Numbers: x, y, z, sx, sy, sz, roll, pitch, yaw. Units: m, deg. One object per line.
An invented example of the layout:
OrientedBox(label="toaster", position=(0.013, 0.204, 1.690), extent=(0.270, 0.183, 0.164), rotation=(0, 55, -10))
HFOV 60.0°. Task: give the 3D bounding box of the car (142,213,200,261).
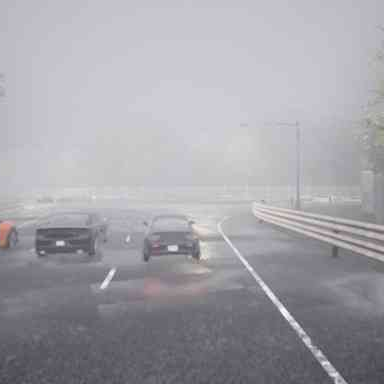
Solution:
OrientedBox(label="car", position=(-0.824, 1.503, 12.166), extent=(1.812, 1.442, 4.674), rotation=(0, 0, -6))

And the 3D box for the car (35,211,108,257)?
OrientedBox(label="car", position=(-4.456, 1.468, 12.970), extent=(1.882, 1.535, 5.008), rotation=(0, 0, -7))

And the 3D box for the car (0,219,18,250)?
OrientedBox(label="car", position=(-7.787, 1.360, 11.353), extent=(2.097, 1.767, 4.553), rotation=(0, 0, -6))

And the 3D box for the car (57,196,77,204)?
OrientedBox(label="car", position=(-24.104, 1.432, 63.075), extent=(1.882, 1.535, 5.008), rotation=(0, 0, -38))

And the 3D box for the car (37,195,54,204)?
OrientedBox(label="car", position=(-26.927, 1.331, 61.008), extent=(2.097, 1.767, 4.553), rotation=(0, 0, -38))

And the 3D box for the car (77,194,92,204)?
OrientedBox(label="car", position=(-21.245, 1.275, 65.096), extent=(2.097, 1.767, 4.553), rotation=(0, 0, -38))
